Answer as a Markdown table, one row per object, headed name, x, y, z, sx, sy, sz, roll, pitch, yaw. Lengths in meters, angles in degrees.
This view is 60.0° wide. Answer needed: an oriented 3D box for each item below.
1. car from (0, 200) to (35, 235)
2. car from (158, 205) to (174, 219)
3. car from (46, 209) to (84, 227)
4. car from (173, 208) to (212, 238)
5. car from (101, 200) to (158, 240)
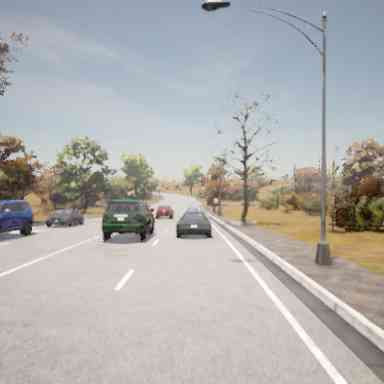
| name | x | y | z | sx | sy | sz | roll | pitch | yaw |
| --- | --- | --- | --- | --- | --- | --- | --- | --- | --- |
| car | -10.585 | 1.462 | 17.895 | 2.150 | 2.045 | 5.566 | 0 | -2 | 0 |
| car | -3.431 | 2.466 | 42.581 | 2.097 | 1.767 | 4.553 | 0 | -2 | 0 |
| car | -10.568 | 2.155 | 27.917 | 1.994 | 1.385 | 4.181 | 0 | -2 | 0 |
| car | 0.107 | 1.858 | 19.624 | 1.994 | 1.385 | 4.181 | 0 | -2 | 0 |
| car | -3.394 | 1.479 | 18.530 | 2.150 | 2.045 | 5.566 | 0 | -2 | 0 |
